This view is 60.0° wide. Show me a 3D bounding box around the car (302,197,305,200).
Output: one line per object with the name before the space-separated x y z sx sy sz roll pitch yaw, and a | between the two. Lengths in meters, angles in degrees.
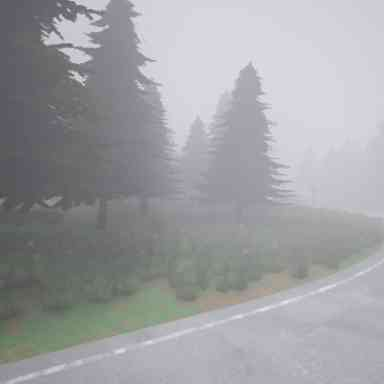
car | 12.796 0.662 43.347 2.128 1.511 4.902 5 1 -17
